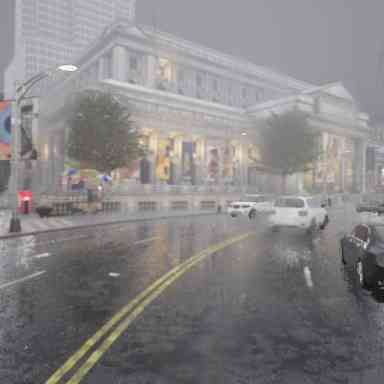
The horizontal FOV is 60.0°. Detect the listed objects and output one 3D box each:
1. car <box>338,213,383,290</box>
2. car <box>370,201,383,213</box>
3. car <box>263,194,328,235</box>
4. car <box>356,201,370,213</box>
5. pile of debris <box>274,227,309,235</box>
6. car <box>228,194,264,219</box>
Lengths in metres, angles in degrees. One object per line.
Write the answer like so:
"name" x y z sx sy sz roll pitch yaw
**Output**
"car" 5.226 1.542 8.927 1.837 1.490 4.892 0 0 16
"car" 19.962 1.637 32.647 4.902 1.511 2.128 1 0 -38
"car" 6.337 1.253 19.406 2.150 2.045 5.566 1 0 33
"car" 20.277 1.705 37.530 4.181 1.385 1.994 1 0 -37
"pile of debris" 5.668 2.200 18.880 1.500 0.140 1.860 1 0 32
"car" 5.568 1.227 29.845 2.150 2.045 5.566 0 0 44
